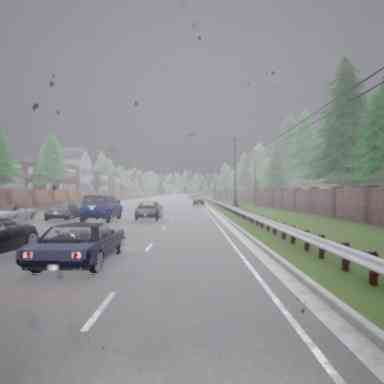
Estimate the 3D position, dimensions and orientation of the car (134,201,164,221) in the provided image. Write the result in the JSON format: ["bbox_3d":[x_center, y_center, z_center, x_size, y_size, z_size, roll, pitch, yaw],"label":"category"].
[{"bbox_3d":[-3.430,1.496,26.959,2.128,1.511,4.902,0,0,0],"label":"car"}]

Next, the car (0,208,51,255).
[{"bbox_3d":[-6.935,1.492,11.127,2.128,1.511,4.902,0,0,0],"label":"car"}]

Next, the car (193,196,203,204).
[{"bbox_3d":[1.054,1.514,63.628,1.837,1.490,4.892,0,0,0],"label":"car"}]

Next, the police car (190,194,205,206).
[{"bbox_3d":[1.054,1.432,53.738,1.930,1.638,5.238,0,0,0],"label":"police car"}]

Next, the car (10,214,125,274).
[{"bbox_3d":[-3.439,1.602,10.509,1.895,1.301,4.718,0,0,0],"label":"car"}]

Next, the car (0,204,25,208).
[{"bbox_3d":[-13.702,1.604,25.495,1.895,1.301,4.718,0,0,-2],"label":"car"}]

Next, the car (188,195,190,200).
[{"bbox_3d":[0.007,1.379,89.310,1.994,1.385,4.181,0,0,0],"label":"car"}]

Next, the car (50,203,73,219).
[{"bbox_3d":[-10.427,1.567,27.433,1.994,1.385,4.181,0,0,0],"label":"car"}]

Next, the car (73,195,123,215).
[{"bbox_3d":[-6.936,1.227,25.773,2.150,2.045,5.566,0,0,0],"label":"car"}]
